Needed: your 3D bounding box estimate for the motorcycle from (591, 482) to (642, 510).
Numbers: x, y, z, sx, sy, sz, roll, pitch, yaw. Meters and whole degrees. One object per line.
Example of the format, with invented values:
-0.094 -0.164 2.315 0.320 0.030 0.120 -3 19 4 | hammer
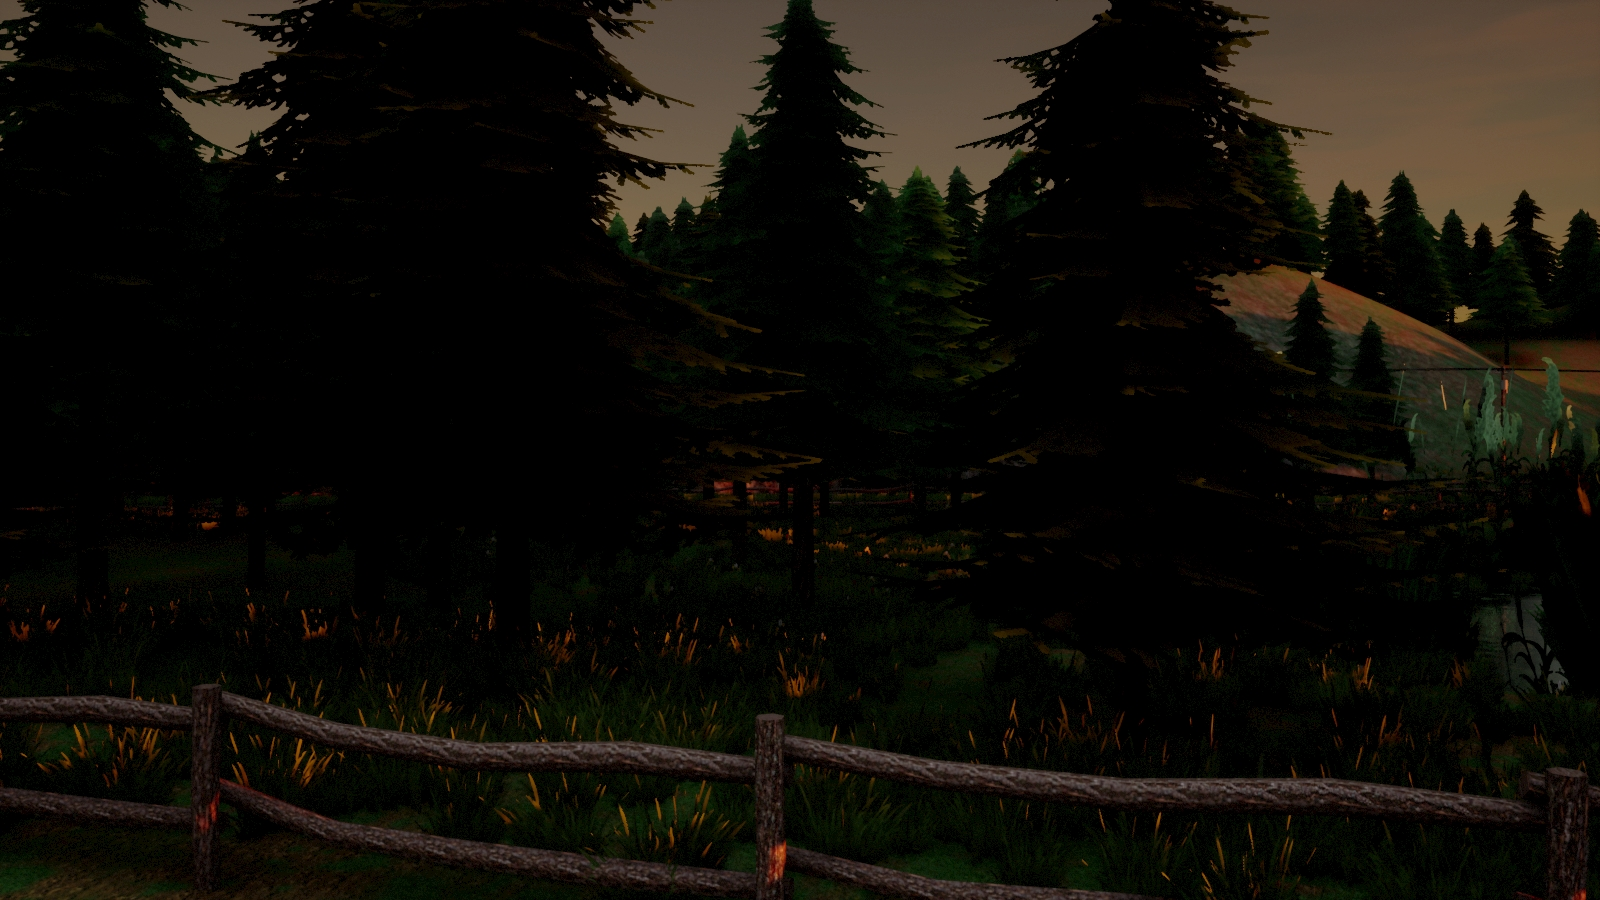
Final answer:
-8.702 2.178 54.116 2.209 1.251 0.867 0 0 14 | motorcycle
